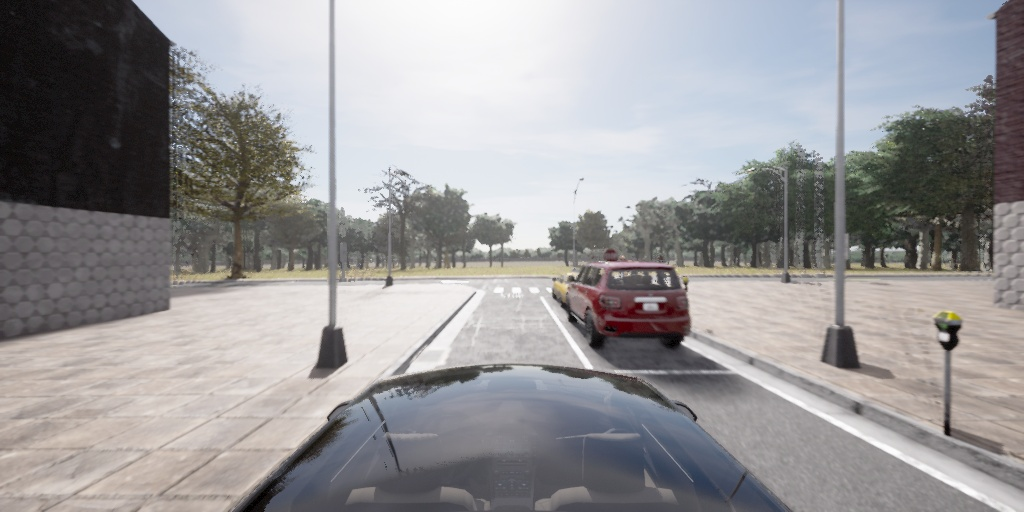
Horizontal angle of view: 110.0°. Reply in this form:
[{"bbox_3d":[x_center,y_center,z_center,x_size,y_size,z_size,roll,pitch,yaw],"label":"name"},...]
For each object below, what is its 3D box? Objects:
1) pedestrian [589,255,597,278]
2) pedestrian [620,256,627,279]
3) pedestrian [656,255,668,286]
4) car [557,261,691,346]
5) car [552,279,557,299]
[{"bbox_3d":[4.418,0.823,19.382,0.375,1.860,0.375,0,0,0],"label":"pedestrian"},{"bbox_3d":[5.681,0.837,18.182,0.375,1.860,0.375,0,0,0],"label":"pedestrian"},{"bbox_3d":[7.842,0.812,18.783,0.375,1.860,0.375,0,0,0],"label":"pedestrian"},{"bbox_3d":[2.636,1.040,9.208,2.192,1.841,5.009,0,0,0],"label":"car"},{"bbox_3d":[2.634,1.232,14.924,1.751,1.417,4.829,0,0,0],"label":"car"}]
